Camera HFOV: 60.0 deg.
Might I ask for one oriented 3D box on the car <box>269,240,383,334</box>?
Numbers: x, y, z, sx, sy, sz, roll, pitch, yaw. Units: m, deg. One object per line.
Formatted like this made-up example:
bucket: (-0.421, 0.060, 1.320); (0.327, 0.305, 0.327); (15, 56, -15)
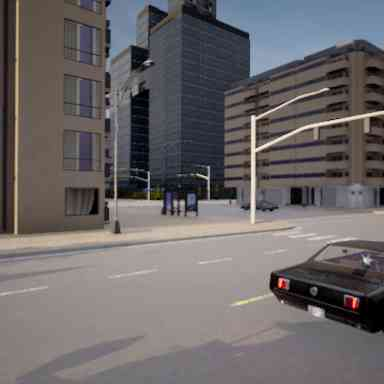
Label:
car: (3.785, 1.641, 6.631); (4.718, 1.301, 1.895); (0, 0, -36)

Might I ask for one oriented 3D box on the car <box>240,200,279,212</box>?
car: (8.728, 1.795, 43.280); (2.033, 1.411, 5.357); (0, 0, -37)
